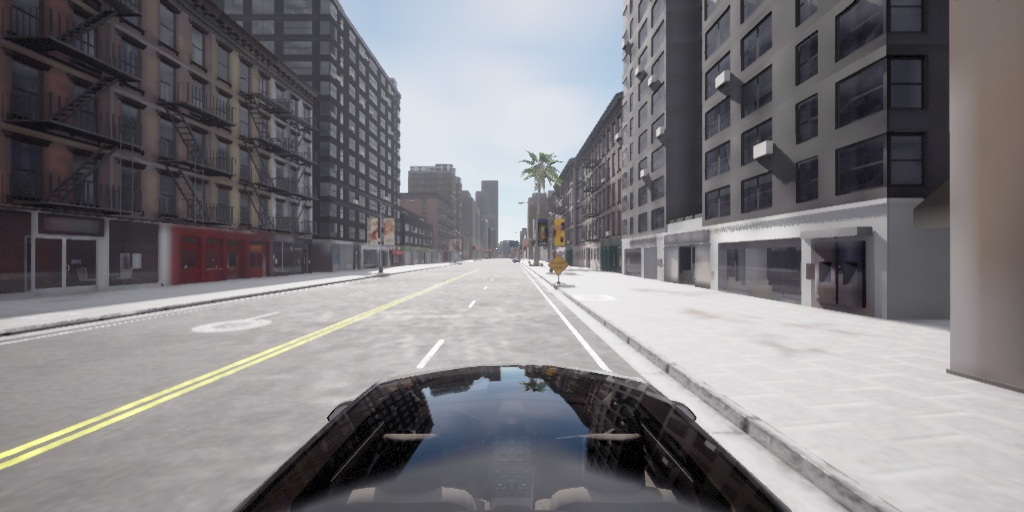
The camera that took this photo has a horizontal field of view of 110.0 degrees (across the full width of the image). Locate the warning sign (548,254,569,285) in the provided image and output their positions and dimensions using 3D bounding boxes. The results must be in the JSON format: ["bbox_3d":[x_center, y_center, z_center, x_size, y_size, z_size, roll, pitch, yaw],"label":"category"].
[{"bbox_3d":[2.850,0.833,21.972,1.300,1.860,1.060,0,0,0],"label":"warning sign"}]
